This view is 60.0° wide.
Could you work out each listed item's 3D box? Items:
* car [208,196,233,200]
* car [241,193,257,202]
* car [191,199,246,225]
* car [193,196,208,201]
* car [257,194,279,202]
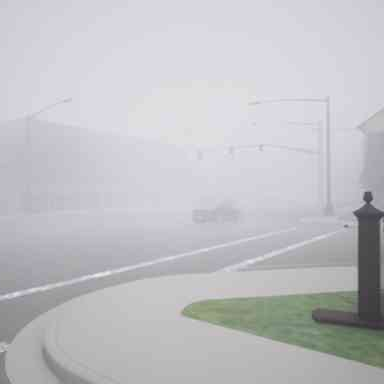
[{"bbox_3d":[4.627,1.449,46.979,1.895,1.301,4.718,-1,1,35],"label":"car"},{"bbox_3d":[10.861,1.005,61.895,1.812,1.442,4.674,-1,1,36],"label":"car"},{"bbox_3d":[1.957,1.556,24.718,1.882,1.535,5.008,0,0,35],"label":"car"},{"bbox_3d":[1.695,1.372,48.893,2.128,1.511,4.902,-1,1,35],"label":"car"},{"bbox_3d":[14.070,1.041,60.383,1.895,1.301,4.718,-1,1,36],"label":"car"}]
